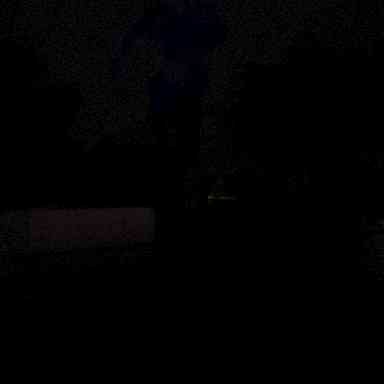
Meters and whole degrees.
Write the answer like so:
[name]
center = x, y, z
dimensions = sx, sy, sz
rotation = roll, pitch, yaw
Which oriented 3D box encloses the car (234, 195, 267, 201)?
[car]
center = 6.698, 1.368, 36.088
dimensions = 2.150, 2.045, 5.566
rotation = -1, 0, -33
